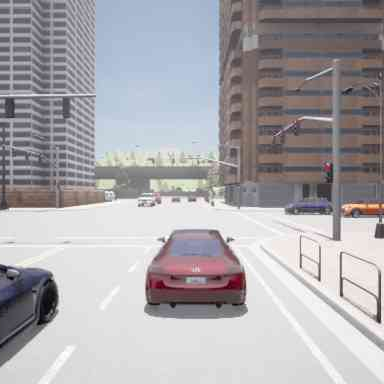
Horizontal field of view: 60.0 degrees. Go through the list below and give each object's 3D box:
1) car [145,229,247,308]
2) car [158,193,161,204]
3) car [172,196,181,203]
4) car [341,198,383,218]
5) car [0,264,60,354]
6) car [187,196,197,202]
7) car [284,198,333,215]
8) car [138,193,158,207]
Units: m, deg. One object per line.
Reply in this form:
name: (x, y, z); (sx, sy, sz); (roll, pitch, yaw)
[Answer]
car: (0.093, 1.565, 8.000); (1.994, 1.385, 4.181); (0, 0, 1)
car: (-7.015, 1.228, 62.541); (2.150, 2.045, 5.566); (0, 0, 1)
car: (-3.416, 1.550, 71.906); (2.033, 1.411, 5.357); (0, 0, 0)
car: (15.539, 1.355, 29.583); (4.553, 1.767, 2.097); (0, 0, 1)
car: (-3.436, 1.564, 4.442); (1.994, 1.385, 4.181); (0, 0, 0)
car: (0.053, 1.533, 73.365); (2.128, 1.511, 4.902); (0, 0, 0)
car: (11.565, 1.355, 33.166); (4.553, 1.767, 2.097); (0, 0, 2)
car: (-7.057, 1.227, 52.121); (2.150, 2.045, 5.566); (0, 0, 0)
